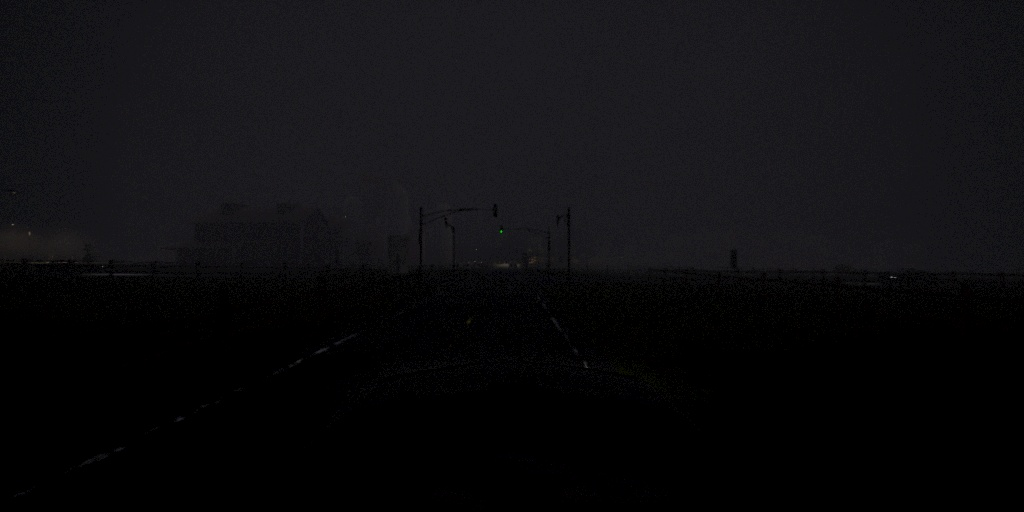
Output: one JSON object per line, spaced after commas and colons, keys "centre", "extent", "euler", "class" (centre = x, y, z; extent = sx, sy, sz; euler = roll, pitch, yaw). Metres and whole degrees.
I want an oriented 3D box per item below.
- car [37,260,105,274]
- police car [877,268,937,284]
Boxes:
{"centre": [-42.838, 1.083, 34.937], "extent": [4.718, 1.301, 1.895], "euler": [1, -2, 1], "class": "car"}
{"centre": [42.024, 2.140, 38.260], "extent": [5.238, 1.638, 1.930], "euler": [1, -2, 0], "class": "police car"}
